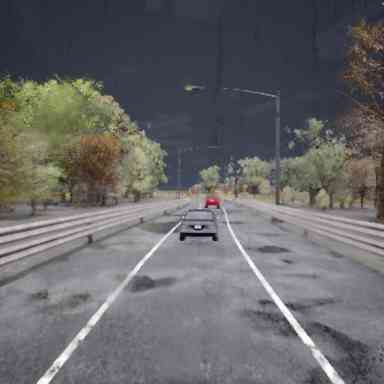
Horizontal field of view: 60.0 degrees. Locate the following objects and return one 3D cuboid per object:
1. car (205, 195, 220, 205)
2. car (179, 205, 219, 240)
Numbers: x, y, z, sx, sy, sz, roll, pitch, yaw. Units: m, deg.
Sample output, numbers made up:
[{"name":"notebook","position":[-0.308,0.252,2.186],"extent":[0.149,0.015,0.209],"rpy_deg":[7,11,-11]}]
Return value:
[{"name":"car","position":[3.140,1.424,51.743],"extent":[2.150,2.045,5.566],"rpy_deg":[1,0,3]},{"name":"car","position":[0.423,1.608,17.264],"extent":[2.033,1.411,5.357],"rpy_deg":[0,0,4]}]
